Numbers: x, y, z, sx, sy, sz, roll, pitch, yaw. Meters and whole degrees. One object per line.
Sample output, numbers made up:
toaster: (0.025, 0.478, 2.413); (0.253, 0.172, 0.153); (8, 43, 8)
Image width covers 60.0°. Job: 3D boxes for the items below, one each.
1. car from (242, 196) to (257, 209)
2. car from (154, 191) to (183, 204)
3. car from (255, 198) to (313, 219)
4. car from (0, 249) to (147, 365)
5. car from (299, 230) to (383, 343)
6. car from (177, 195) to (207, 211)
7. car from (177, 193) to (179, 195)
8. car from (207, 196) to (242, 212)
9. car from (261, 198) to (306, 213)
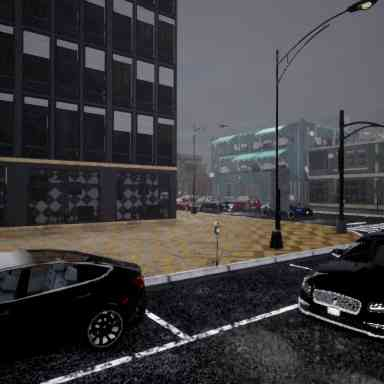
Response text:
car: (6.035, 1.130, 38.665); (1.967, 1.590, 4.097); (1, 0, -36)
car: (-3.794, 0.794, 52.085); (2.192, 1.841, 5.009); (1, 0, -36)
car: (7.561, 1.355, 26.762); (1.994, 1.385, 4.181); (0, 1, -36)
car: (-2.715, 1.566, 4.618); (4.313, 1.339, 1.947); (0, 0, -35)
car: (4.043, 1.507, 6.252); (4.892, 1.490, 1.837); (1, 0, -35)
car: (-0.728, 1.231, 33.712); (1.802, 1.307, 4.206); (1, 0, -36)
car: (-3.099, 1.131, 41.329); (1.994, 1.385, 4.181); (0, 1, -36)
car: (2.324, 1.173, 33.918); (2.128, 1.511, 4.902); (0, 1, -36)
car: (9.311, 1.340, 34.189); (1.802, 1.307, 4.206); (1, 0, -36)
